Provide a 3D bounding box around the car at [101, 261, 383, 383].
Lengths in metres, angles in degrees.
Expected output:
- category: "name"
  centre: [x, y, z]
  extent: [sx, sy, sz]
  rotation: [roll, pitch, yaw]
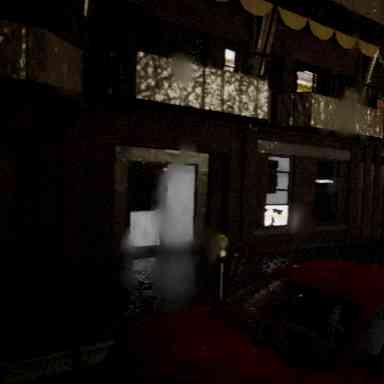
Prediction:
- category: "car"
  centre: [1.367, 1.462, 3.339]
  extent: [4.507, 1.381, 1.887]
  rotation: [1, 2, -31]
